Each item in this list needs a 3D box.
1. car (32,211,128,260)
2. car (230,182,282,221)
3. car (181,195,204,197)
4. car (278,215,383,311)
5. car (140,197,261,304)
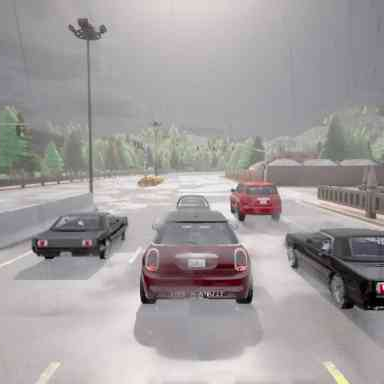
[{"bbox_3d":[-3.436,1.298,11.250,1.895,1.301,4.718,0,3,0],"label":"car"},{"bbox_3d":[3.523,0.412,19.132,2.150,2.045,5.566,0,4,0],"label":"car"},{"bbox_3d":[0.035,0.859,17.367,2.033,1.411,5.357,0,4,0],"label":"car"},{"bbox_3d":[3.579,1.459,7.457,1.895,1.301,4.718,0,2,0],"label":"car"},{"bbox_3d":[0.077,1.191,7.985,2.097,1.767,4.553,0,2,0],"label":"car"}]
